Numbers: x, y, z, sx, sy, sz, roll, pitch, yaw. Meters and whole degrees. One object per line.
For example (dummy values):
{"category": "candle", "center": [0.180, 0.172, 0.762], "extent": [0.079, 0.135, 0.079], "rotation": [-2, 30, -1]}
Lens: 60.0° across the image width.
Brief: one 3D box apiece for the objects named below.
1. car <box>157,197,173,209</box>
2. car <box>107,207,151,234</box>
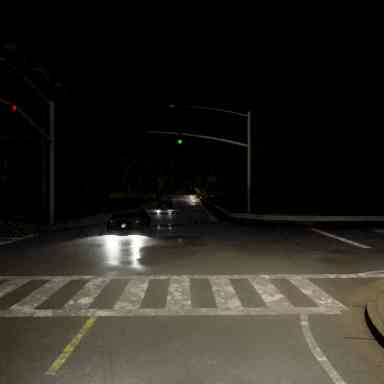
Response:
{"category": "car", "center": [-3.548, 1.412, 44.321], "extent": [1.812, 1.442, 4.674], "rotation": [0, 0, 0]}
{"category": "car", "center": [-3.520, 1.560, 19.110], "extent": [1.994, 1.385, 4.181], "rotation": [0, 0, 0]}
